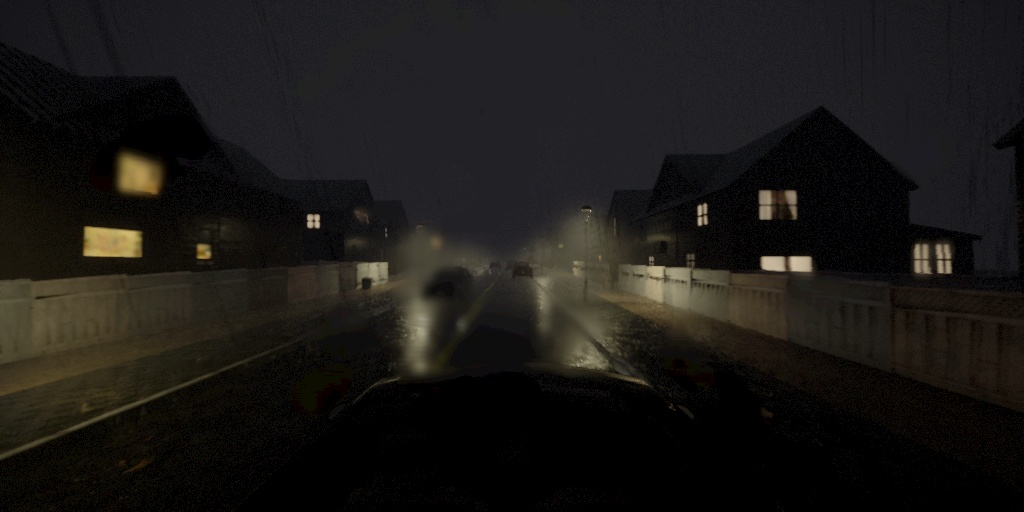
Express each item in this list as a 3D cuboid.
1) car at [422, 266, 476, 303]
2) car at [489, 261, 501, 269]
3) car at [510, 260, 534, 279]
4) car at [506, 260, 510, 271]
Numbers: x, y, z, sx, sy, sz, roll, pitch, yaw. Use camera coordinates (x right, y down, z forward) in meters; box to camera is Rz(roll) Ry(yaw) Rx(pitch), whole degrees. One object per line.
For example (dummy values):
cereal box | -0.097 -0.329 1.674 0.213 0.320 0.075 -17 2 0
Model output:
car | -2.846 1.237 16.908 1.882 1.535 5.008 0 0 0
car | -2.781 1.442 59.274 1.895 1.301 4.718 0 0 1
car | 0.965 1.262 33.445 1.882 1.535 5.008 0 0 0
car | 0.008 1.368 51.522 2.033 1.411 5.357 0 0 0
